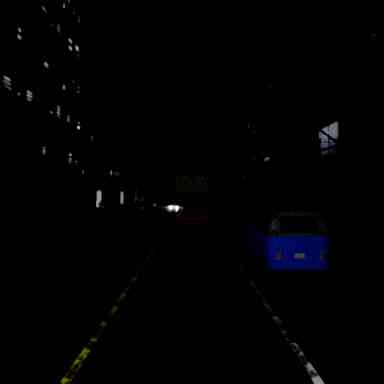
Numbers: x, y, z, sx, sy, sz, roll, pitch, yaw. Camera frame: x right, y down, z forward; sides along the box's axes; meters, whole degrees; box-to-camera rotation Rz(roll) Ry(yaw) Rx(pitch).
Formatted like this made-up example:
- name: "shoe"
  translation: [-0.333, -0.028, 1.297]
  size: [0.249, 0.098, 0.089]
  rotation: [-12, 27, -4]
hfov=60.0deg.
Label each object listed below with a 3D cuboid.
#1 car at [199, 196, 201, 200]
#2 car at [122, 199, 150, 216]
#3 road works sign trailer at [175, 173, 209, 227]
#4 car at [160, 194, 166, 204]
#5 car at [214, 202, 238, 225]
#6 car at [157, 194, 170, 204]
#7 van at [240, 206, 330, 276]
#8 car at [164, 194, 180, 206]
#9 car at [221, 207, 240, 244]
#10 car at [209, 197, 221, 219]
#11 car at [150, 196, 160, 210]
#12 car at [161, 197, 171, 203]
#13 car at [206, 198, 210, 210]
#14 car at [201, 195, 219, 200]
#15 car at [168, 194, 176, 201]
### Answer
- name: "car"
  translation: [2.699, 1.659, 94.852]
  size: [1.752, 1.417, 4.829]
  rotation: [0, 0, 0]
- name: "car"
  translation: [-5.687, 1.621, 32.685]
  size: [1.947, 1.339, 4.313]
  rotation: [0, 0, 0]
- name: "road works sign trailer"
  translation: [0.001, 0.505, 23.180]
  size: [2.380, 3.560, 2.880]
  rotation: [0, 0, 0]
- name: "car"
  translation: [-5.684, 1.534, 60.869]
  size: [1.967, 1.590, 4.097]
  rotation: [0, 0, 0]
- name: "car"
  translation: [2.693, 1.582, 21.409]
  size: [1.887, 1.381, 4.507]
  rotation: [0, 0, 0]
- name: "car"
  translation: [-5.683, 1.416, 66.505]
  size: [2.192, 1.841, 5.009]
  rotation: [0, 0, 0]
- name: "van"
  translation: [2.692, 1.359, 10.136]
  size: [1.690, 1.788, 3.998]
  rotation: [0, 0, 0]
- name: "car"
  translation: [-3.058, 1.580, 57.153]
  size: [2.128, 1.511, 4.902]
  rotation: [0, 0, 0]
- name: "car"
  translation: [2.692, 1.594, 15.772]
  size: [1.947, 1.339, 4.313]
  rotation: [0, 0, 0]
- name: "car"
  translation: [2.693, 1.486, 27.046]
  size: [1.967, 1.590, 4.097]
  rotation: [0, 0, 0]
- name: "car"
  translation: [-5.686, 1.597, 43.788]
  size: [1.752, 1.417, 4.829]
  rotation: [0, 0, 0]
- name: "car"
  translation: [-5.684, 1.690, 72.141]
  size: [1.802, 1.307, 4.206]
  rotation: [0, 0, 0]
- name: "car"
  translation: [2.694, 1.606, 32.681]
  size: [2.008, 1.369, 4.403]
  rotation: [0, 0, 0]
- name: "car"
  translation: [2.696, 1.386, 43.954]
  size: [2.192, 1.841, 5.009]
  rotation: [0, 0, 0]
- name: "car"
  translation: [-5.680, 1.449, 94.687]
  size: [2.192, 1.841, 5.009]
  rotation: [0, 0, 0]
